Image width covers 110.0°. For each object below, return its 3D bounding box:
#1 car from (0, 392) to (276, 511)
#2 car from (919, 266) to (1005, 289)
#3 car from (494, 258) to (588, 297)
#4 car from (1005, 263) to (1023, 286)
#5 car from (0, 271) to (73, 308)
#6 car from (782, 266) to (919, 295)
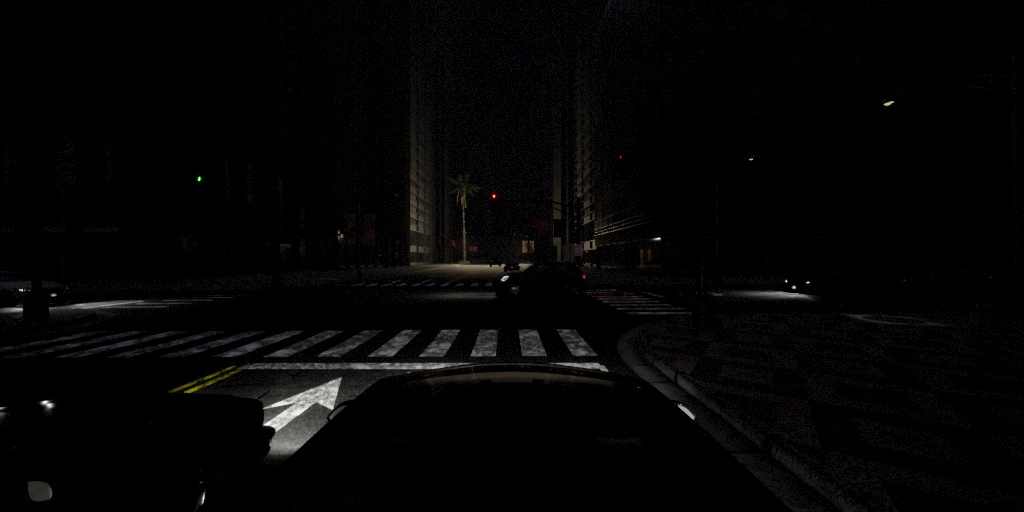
[{"bbox_3d":[-3.175,1.297,0.720,2.033,1.411,5.357,0,0,4],"label":"car"},{"bbox_3d":[26.422,1.275,21.732,4.207,1.307,1.802,0,0,-1],"label":"car"},{"bbox_3d":[1.508,1.107,18.512,4.553,1.767,2.097,0,0,-1],"label":"car"},{"bbox_3d":[32.059,1.117,21.832,4.097,1.591,1.967,0,0,-1],"label":"car"},{"bbox_3d":[-21.382,1.354,14.938,4.674,1.442,1.812,0,0,1],"label":"car"},{"bbox_3d":[17.430,1.247,18.821,5.357,1.411,2.033,0,0,-1],"label":"car"}]
